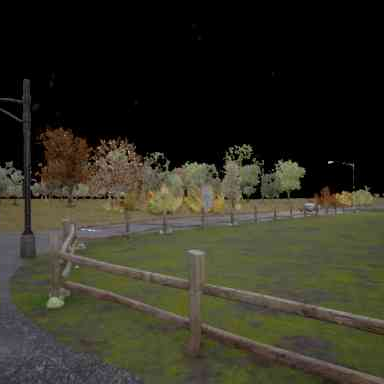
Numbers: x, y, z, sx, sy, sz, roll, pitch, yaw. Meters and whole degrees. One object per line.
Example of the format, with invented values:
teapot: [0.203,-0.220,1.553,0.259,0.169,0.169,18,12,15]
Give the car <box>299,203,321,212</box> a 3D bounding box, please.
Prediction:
car: [18.874,2.448,52.974,2.033,1.411,5.357,-1,-2,40]
